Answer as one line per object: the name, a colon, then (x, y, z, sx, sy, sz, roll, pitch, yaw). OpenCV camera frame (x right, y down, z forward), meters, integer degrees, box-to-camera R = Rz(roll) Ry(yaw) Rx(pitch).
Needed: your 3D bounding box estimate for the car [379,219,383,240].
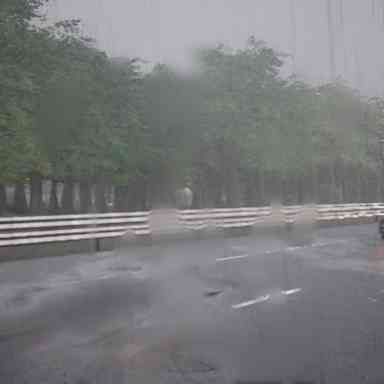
car: (10.418, 1.468, 15.124, 4.892, 1.490, 1.837, 0, 0, -34)
